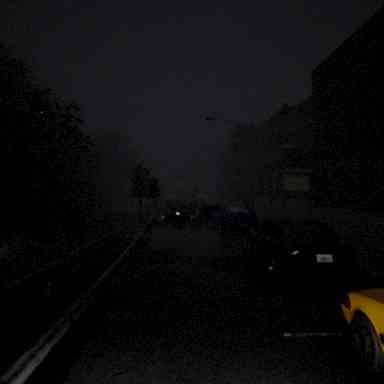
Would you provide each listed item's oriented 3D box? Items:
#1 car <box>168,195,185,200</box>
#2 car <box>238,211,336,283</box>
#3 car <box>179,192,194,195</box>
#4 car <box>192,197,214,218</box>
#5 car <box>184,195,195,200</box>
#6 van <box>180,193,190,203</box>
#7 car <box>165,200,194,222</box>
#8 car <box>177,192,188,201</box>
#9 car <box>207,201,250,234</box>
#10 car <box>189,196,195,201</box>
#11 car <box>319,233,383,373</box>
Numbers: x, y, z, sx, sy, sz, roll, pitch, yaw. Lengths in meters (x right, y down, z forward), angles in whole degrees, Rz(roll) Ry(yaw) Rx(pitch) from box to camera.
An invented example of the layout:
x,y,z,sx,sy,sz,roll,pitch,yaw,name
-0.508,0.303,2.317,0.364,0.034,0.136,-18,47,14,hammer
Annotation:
x,y,z,sx,sy,sz,roll,pitch,yaw,name
-2.407,1.467,42.860,2.128,1.511,4.902,0,0,-4,car
2.889,1.518,9.705,2.163,1.488,4.792,0,0,-1,car
-0.596,1.162,57.935,2.435,2.045,5.566,0,0,-4,car
1.513,1.482,30.249,2.231,1.521,4.892,0,0,-4,car
0.249,1.489,46.845,2.002,1.452,4.674,0,0,-4,car
-1.447,1.141,69.084,1.878,1.987,4.442,0,0,-4,van
-1.190,1.566,26.680,1.994,1.385,4.181,0,0,-4,car
-2.284,1.057,80.057,2.435,2.045,5.566,0,0,-4,car
2.348,1.490,19.288,2.097,1.535,5.008,0,0,-4,car
1.092,1.514,35.784,2.002,1.452,4.674,0,0,-4,car
3.055,1.478,2.666,1.946,1.575,5.366,0,0,0,car
